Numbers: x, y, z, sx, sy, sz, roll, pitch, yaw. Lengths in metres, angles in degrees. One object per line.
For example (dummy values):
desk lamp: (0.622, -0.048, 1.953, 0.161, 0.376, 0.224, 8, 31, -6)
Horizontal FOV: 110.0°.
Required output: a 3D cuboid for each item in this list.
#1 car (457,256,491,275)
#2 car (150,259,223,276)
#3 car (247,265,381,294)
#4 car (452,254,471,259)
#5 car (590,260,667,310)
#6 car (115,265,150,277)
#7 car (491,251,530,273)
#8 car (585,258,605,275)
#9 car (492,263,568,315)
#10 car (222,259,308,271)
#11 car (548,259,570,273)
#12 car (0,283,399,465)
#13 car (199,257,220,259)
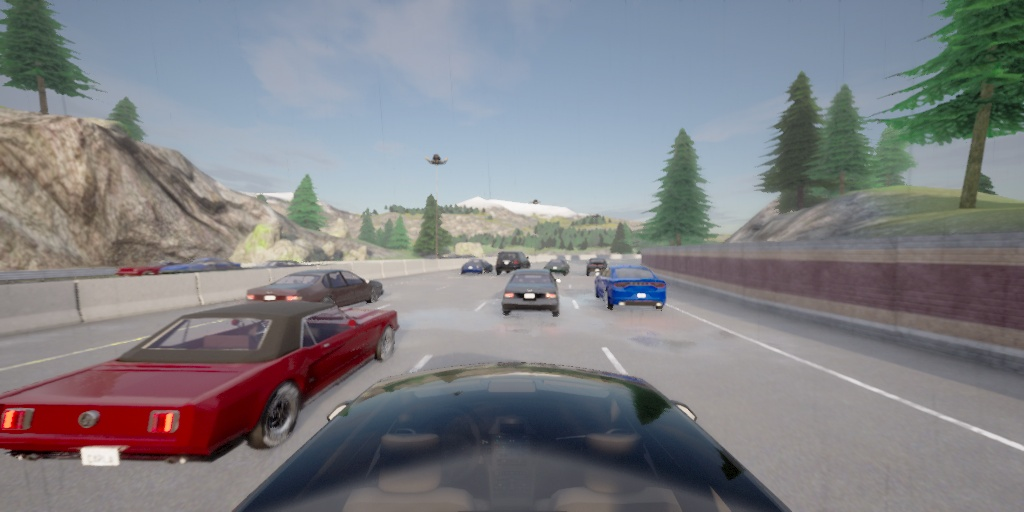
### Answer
car: (-3.073, 0.931, 32.353, 1.994, 1.385, 4.181, 0, 1, 13)
car: (-19.353, 1.052, 22.783, 1.895, 1.301, 4.718, 0, 1, 8)
car: (-6.329, 1.155, 12.219, 2.033, 1.411, 5.357, 0, 1, 5)
car: (-7.954, 0.492, 62.413, 1.837, 1.490, 4.892, 0, 1, 24)
car: (4.401, 1.086, 13.952, 1.882, 1.535, 5.008, 0, 1, 6)
car: (-25.842, 0.993, 26.520, 1.895, 1.301, 4.718, 0, 1, 10)
car: (0.165, 0.612, 30.978, 2.150, 2.045, 5.566, 0, 1, 13)
car: (7.550, 0.902, 31.670, 1.837, 1.490, 4.892, 0, 1, 14)
car: (0.746, 1.162, 12.810, 2.033, 1.411, 5.357, 0, 1, 5)
car: (-15.668, 0.994, 23.833, 2.033, 1.411, 5.357, 0, 1, 9)
car: (4.107, 0.946, 32.289, 1.994, 1.385, 4.181, 0, 1, 14)
car: (-3.238, 1.302, 5.106, 1.895, 1.301, 4.718, 0, 1, 2)
car: (-22.356, 0.882, 26.075, 1.882, 1.535, 5.008, 0, 1, 10)
